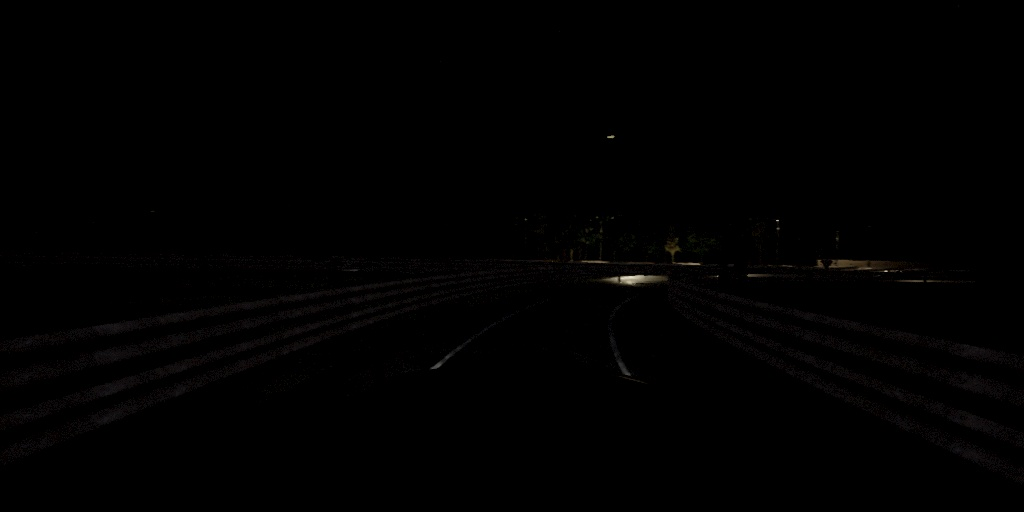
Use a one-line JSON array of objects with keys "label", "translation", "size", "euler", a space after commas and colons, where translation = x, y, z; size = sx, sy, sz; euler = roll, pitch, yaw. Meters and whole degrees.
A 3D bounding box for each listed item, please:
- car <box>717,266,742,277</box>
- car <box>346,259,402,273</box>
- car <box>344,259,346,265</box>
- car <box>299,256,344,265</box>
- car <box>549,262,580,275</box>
[{"label": "car", "translation": [28.715, 2.035, 48.350], "size": [4.674, 1.442, 1.812], "euler": [1, 0, -10]}, {"label": "car", "translation": [-14.989, 1.028, 39.798], "size": [5.357, 1.411, 2.033], "euler": [1, 0, -13]}, {"label": "car", "translation": [-23.095, 0.652, 45.162], "size": [4.718, 1.301, 1.895], "euler": [1, 0, -13]}, {"label": "car", "translation": [-22.359, 0.636, 41.740], "size": [4.181, 1.385, 1.994], "euler": [1, 0, -13]}, {"label": "car", "translation": [6.343, 1.471, 44.206], "size": [4.892, 1.490, 1.837], "euler": [2, 0, -11]}]
